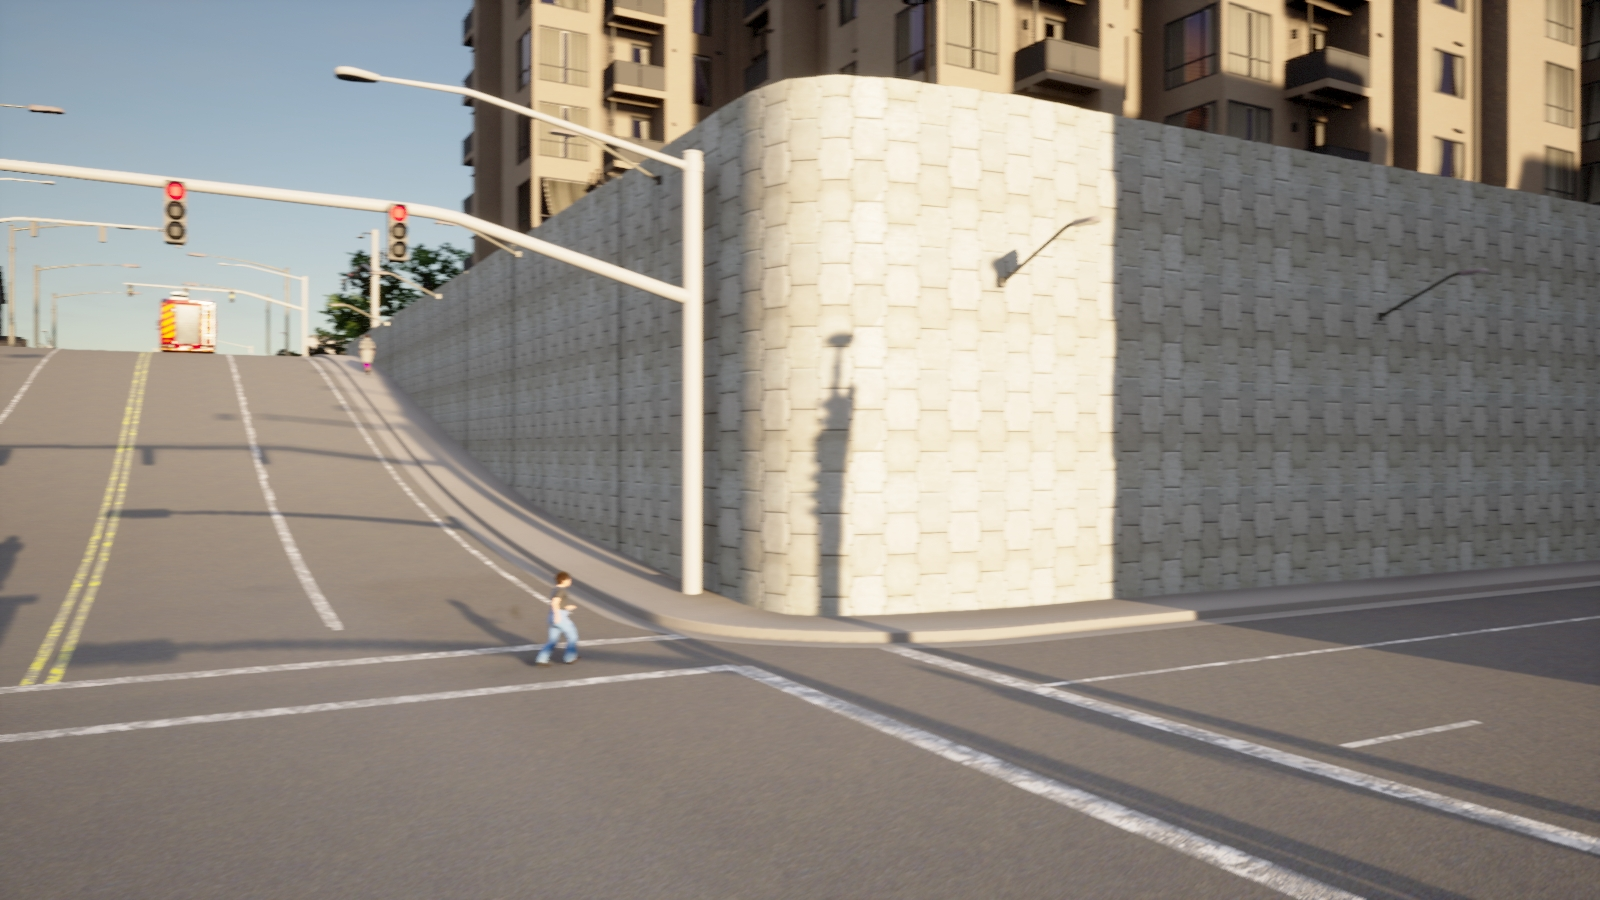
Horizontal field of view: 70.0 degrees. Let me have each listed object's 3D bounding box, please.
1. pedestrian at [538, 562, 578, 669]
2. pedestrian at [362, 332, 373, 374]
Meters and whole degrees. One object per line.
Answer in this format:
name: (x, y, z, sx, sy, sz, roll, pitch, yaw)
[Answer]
pedestrian: (-3.121, 2.126, 14.737, 0.375, 1.300, 0.375, 0, 0, -42)
pedestrian: (-19.349, -4.336, 51.111, 0.375, 1.860, 0.375, 0, 0, -28)
